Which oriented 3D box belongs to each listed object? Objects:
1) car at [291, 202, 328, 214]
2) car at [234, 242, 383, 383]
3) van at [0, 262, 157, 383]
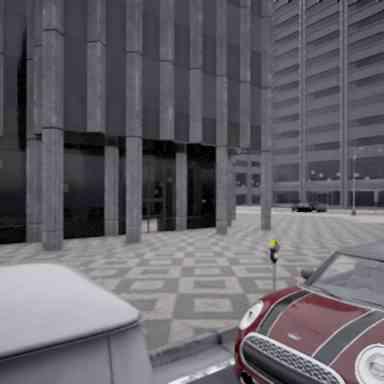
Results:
[{"bbox_3d":[15.626,2.149,44.495,1.882,1.535,5.008,0,-1,-35],"label":"car"},{"bbox_3d":[2.462,1.451,4.264,4.097,1.590,1.967,0,0,-35],"label":"car"},{"bbox_3d":[-2.016,1.338,1.092,3.998,1.788,1.690,0,0,-35],"label":"van"}]
